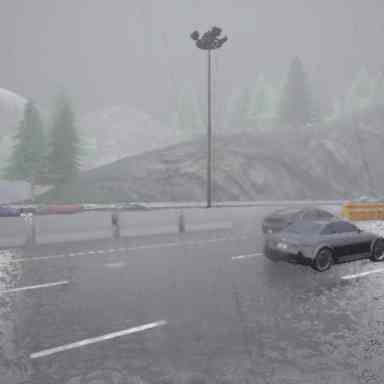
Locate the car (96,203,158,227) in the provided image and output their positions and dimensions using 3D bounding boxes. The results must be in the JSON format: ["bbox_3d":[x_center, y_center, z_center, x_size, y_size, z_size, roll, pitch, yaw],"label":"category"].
[{"bbox_3d":[-4.283,1.456,21.955,4.181,1.385,1.994,0,0,-32],"label":"car"}]

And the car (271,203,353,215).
[{"bbox_3d":[5.431,1.439,15.361,4.892,1.490,1.837,0,0,-31],"label":"car"}]

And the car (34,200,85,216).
[{"bbox_3d":[-11.766,1.411,29.633,4.181,1.385,1.994,0,0,-33],"label":"car"}]

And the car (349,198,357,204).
[{"bbox_3d":[24.907,1.332,47.976,4.674,1.442,1.812,0,0,-22],"label":"car"}]

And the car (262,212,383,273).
[{"bbox_3d":[4.307,1.519,10.595,4.181,1.385,1.994,0,0,-32],"label":"car"}]

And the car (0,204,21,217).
[{"bbox_3d":[-13.124,1.414,20.366,4.674,1.442,1.812,0,0,-35],"label":"car"}]

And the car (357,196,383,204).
[{"bbox_3d":[25.075,1.371,44.269,5.357,1.411,2.033,0,0,-22],"label":"car"}]
